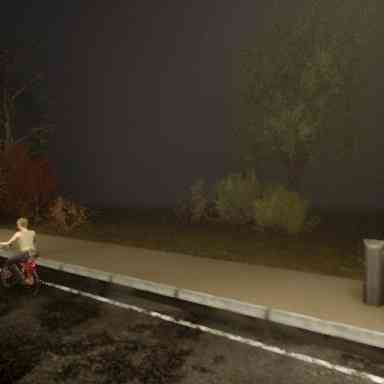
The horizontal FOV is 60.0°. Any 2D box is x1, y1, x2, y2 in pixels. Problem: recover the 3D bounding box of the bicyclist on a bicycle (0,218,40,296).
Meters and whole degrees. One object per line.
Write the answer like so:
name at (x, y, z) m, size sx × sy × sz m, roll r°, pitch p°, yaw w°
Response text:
bicyclist on a bicycle at (-3.764, 1.375, 7.291) m, size 1.509 × 1.612 × 0.866 m, roll 1°, pitch 0°, yaw 34°
